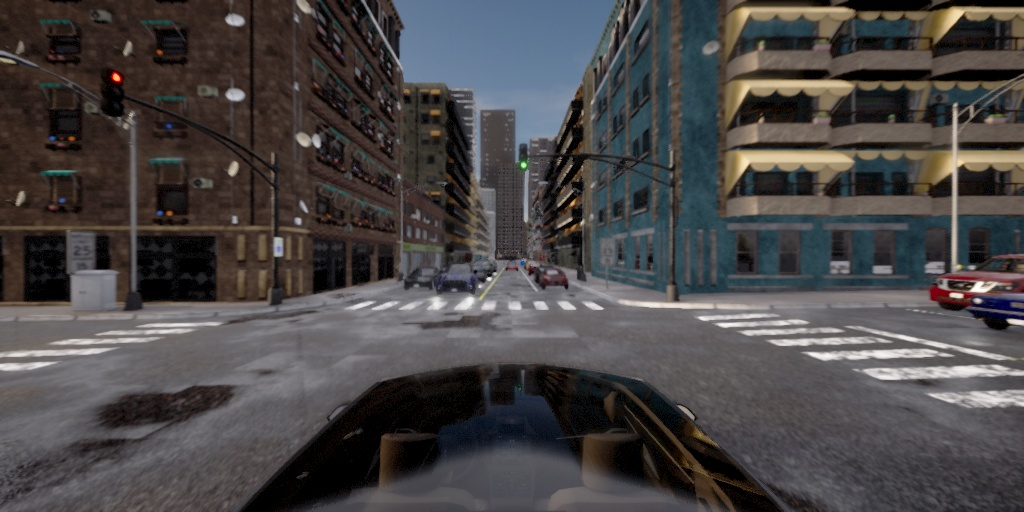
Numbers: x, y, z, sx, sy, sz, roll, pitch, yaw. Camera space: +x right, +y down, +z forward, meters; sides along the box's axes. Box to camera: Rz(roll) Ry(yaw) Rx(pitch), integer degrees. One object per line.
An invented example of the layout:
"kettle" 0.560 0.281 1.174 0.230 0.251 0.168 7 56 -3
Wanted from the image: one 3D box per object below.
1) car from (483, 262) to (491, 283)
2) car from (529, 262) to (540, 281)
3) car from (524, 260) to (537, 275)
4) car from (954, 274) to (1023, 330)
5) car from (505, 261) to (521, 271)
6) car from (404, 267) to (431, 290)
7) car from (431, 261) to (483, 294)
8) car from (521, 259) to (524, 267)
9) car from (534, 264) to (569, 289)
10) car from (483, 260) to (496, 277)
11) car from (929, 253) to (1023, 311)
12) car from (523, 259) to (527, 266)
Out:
"car" -3.106 1.440 29.499 1.994 1.385 4.181 0 0 0
"car" 2.680 1.440 29.077 1.948 1.339 4.313 0 0 0
"car" 2.676 1.472 40.124 1.888 1.381 4.507 0 0 0
"car" 13.551 1.149 8.101 4.718 1.301 1.895 -1 0 -1
"car" -0.018 1.560 54.261 1.994 1.385 4.181 0 0 0
"car" -5.700 1.413 23.563 1.948 1.339 4.313 0 0 0
"car" -3.047 1.187 20.814 2.097 1.767 4.553 0 0 -2
"car" 3.094 1.383 61.096 2.097 1.767 4.553 0 0 0
"car" 2.682 1.430 23.554 1.802 1.307 4.207 0 0 0
"car" -3.107 1.270 38.404 2.097 1.767 4.553 0 0 0
"car" 15.769 0.822 10.719 5.009 1.841 2.192 0 0 0
"car" 3.123 1.473 54.125 1.882 1.535 5.008 0 0 0
